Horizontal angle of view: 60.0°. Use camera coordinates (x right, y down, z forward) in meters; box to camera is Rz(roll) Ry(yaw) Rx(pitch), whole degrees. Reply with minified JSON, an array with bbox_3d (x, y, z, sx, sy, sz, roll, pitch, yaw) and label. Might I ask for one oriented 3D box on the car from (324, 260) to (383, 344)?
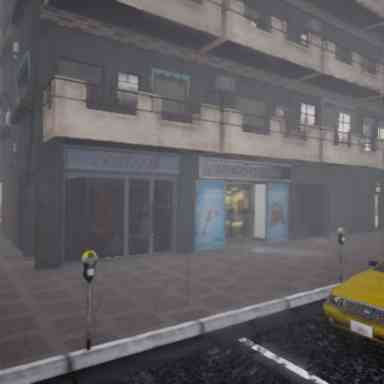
[{"bbox_3d":[4.262,1.521,5.797,4.829,1.417,1.752,0,1,-34],"label":"car"}]
